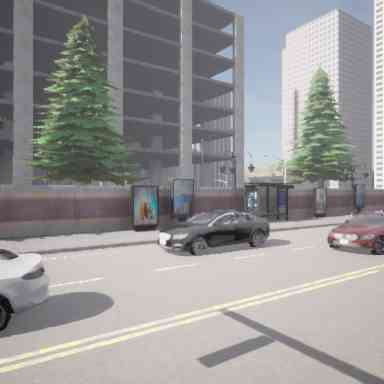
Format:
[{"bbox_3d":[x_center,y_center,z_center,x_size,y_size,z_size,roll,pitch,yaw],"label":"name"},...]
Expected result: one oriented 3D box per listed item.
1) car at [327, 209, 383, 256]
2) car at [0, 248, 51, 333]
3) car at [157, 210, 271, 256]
[{"bbox_3d":[7.376,1.526,13.317,4.674,1.442,1.812,0,0,-35],"label":"car"},{"bbox_3d":[-4.671,1.526,5.014,4.674,1.442,1.812,0,0,-35],"label":"car"},{"bbox_3d":[0.985,1.490,13.165,4.902,1.511,2.128,0,0,-35],"label":"car"}]
